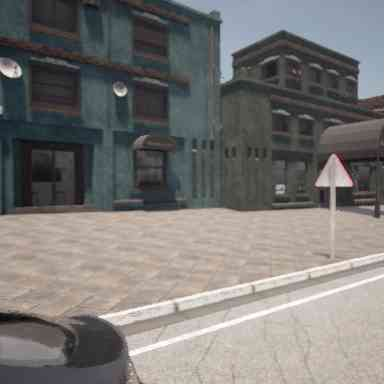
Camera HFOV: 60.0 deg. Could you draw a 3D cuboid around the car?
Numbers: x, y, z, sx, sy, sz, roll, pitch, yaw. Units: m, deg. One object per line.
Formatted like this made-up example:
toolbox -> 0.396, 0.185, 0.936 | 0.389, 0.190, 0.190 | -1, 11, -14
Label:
car -> -2.463, 1.475, 1.604 | 4.674, 1.442, 1.812 | 1, 0, -36
